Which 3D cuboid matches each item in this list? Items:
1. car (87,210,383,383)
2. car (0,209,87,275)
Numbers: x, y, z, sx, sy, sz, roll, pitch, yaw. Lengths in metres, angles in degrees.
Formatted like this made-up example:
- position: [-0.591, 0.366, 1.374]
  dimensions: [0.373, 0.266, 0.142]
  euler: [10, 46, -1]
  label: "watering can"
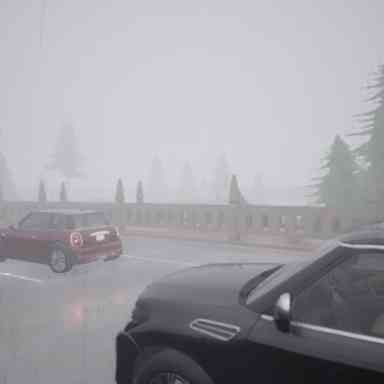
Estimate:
- position: [1.887, 1.206, 2.512]
  dimensions: [5.566, 2.045, 2.150]
  euler: [0, 0, 35]
  label: "car"
- position: [-4.454, 1.330, 10.607]
  dimensions: [4.553, 1.767, 2.097]
  euler: [0, 0, 31]
  label: "car"
